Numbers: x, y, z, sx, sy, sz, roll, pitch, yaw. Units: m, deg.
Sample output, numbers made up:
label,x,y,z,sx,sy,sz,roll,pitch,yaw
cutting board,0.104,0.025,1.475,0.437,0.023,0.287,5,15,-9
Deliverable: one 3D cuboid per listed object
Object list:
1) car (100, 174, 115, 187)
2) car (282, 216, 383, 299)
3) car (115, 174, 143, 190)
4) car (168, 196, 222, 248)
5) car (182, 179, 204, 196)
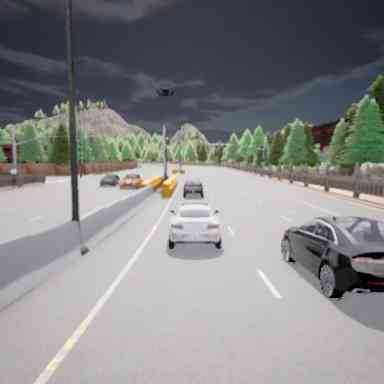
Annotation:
label,x,y,z,sx,sy,sz,roll,pitch,yaw
car,-10.413,-1.519,42.701,1.837,1.490,4.892,0,5,0
car,3.600,1.323,8.030,2.128,1.511,4.902,0,2,0
car,-6.979,-1.293,38.492,2.097,1.767,4.553,0,6,1
car,0.101,1.141,12.825,1.812,1.442,4.674,0,3,0
car,0.130,-0.467,31.445,2.128,1.511,4.902,0,6,0
